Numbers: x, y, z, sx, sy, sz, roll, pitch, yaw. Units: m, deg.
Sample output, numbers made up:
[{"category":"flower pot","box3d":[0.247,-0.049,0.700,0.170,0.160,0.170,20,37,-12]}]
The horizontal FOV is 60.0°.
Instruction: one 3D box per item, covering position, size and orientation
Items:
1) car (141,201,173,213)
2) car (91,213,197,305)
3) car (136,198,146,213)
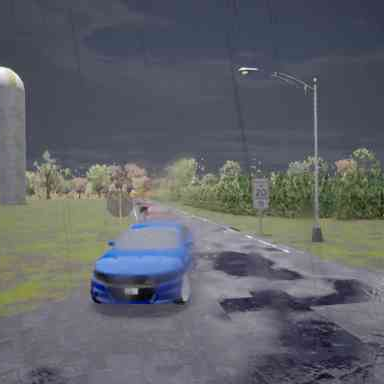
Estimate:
[{"category":"car","box3d":[-2.371,1.635,23.027,1.812,1.442,4.674,-1,0,-11]},{"category":"car","box3d":[-0.922,1.538,8.549,1.882,1.535,5.008,-1,0,4]},{"category":"car","box3d":[-5.292,1.781,39.160,1.895,1.301,4.718,-1,0,-11]}]
